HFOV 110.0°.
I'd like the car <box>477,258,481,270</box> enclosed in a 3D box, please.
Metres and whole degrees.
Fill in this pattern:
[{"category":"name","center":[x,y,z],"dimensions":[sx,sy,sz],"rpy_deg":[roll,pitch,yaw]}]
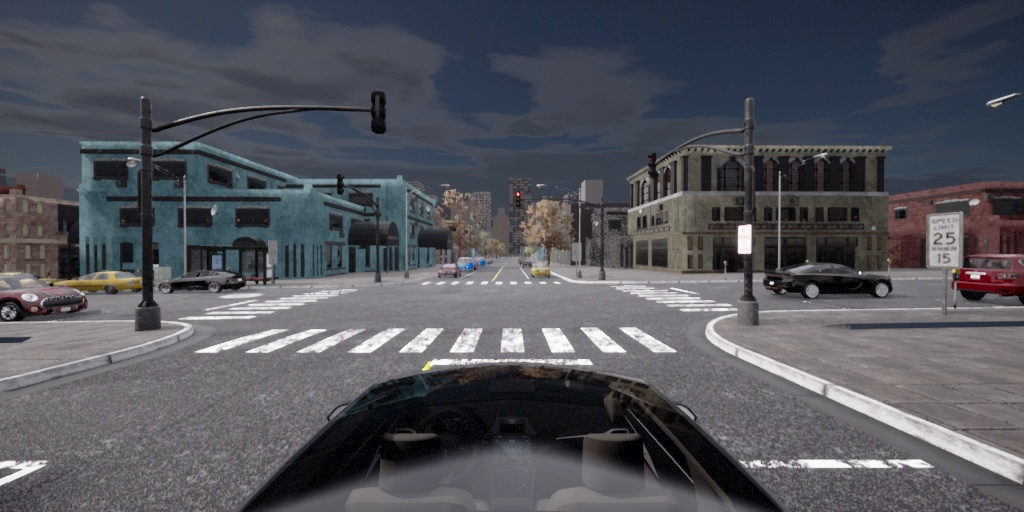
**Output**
[{"category":"car","center":[-5.782,1.280,50.108],"dimensions":[1.888,1.381,4.507],"rpy_deg":[0,0,0]}]

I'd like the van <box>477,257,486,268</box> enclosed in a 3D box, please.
[{"category":"van","center":[-5.803,1.072,61.200],"dimensions":[1.690,1.789,3.998],"rpy_deg":[0,0,0]}]

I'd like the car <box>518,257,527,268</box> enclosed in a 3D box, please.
[{"category":"car","center":[2.578,1.281,61.217],"dimensions":[2.007,1.370,4.403],"rpy_deg":[0,0,0]}]

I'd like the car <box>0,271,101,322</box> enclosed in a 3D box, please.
[{"category":"car","center":[-18.091,1.421,12.912],"dimensions":[4.097,1.591,1.967],"rpy_deg":[0,0,-1]}]

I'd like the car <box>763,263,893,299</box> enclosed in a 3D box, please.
[{"category":"car","center":[14.178,1.048,16.204],"dimensions":[5.008,1.535,1.882],"rpy_deg":[-1,1,-1]}]

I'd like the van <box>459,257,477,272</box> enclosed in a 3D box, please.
[{"category":"van","center":[-5.770,1.077,44.561],"dimensions":[1.690,1.789,3.998],"rpy_deg":[0,0,0]}]

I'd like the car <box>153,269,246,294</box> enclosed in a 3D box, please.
[{"category":"car","center":[-18.227,1.472,21.258],"dimensions":[4.313,1.339,1.948],"rpy_deg":[0,0,-1]}]

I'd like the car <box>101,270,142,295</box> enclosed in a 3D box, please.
[{"category":"car","center":[-24.050,1.499,21.143],"dimensions":[4.829,1.417,1.751],"rpy_deg":[0,0,-1]}]

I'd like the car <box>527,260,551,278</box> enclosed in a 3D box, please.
[{"category":"car","center":[2.631,1.266,33.655],"dimensions":[1.751,1.417,4.829],"rpy_deg":[0,0,0]}]

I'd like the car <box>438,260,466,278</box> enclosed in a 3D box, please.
[{"category":"car","center":[-5.748,1.322,33.469],"dimensions":[1.802,1.307,4.207],"rpy_deg":[0,0,0]}]

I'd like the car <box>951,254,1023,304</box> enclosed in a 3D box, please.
[{"category":"car","center":[19.925,0.841,13.634],"dimensions":[5.009,1.841,2.192],"rpy_deg":[0,0,-1]}]
